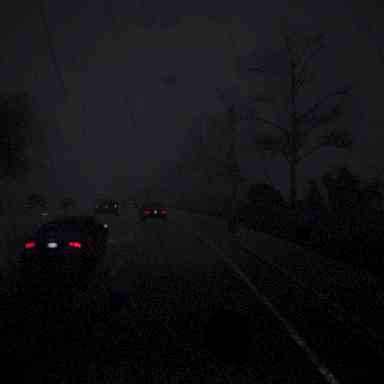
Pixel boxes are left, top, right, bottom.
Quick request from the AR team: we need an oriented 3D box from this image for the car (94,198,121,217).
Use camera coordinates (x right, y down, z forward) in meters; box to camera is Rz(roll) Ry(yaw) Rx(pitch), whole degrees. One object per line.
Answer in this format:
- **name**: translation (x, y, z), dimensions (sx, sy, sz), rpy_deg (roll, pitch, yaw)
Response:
- **car**: translation (-8.044, 1.316, 31.163), dimensions (2.097, 1.767, 4.553), rpy_deg (0, 0, -15)

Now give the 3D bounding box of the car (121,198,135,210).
- **car**: translation (-7.995, 1.443, 42.085), dimensions (2.128, 1.511, 4.902), rpy_deg (0, 0, -20)

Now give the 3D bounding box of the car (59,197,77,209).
- **car**: translation (-15.756, 1.453, 42.257), dimensions (1.837, 1.490, 4.892), rpy_deg (0, 0, -22)

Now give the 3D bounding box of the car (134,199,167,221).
- **car**: translation (-3.215, 1.515, 26.583), dimensions (2.033, 1.411, 5.357), rpy_deg (0, 0, -13)

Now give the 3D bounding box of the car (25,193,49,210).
- **car**: translation (-19.427, 1.170, 42.062), dimensions (2.150, 2.045, 5.566), rpy_deg (0, 0, -23)

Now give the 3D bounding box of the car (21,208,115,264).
- **car**: translation (-4.180, 1.537, 11.788), dimensions (2.033, 1.411, 5.357), rpy_deg (0, 0, -6)
